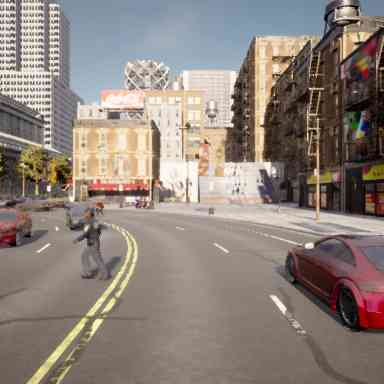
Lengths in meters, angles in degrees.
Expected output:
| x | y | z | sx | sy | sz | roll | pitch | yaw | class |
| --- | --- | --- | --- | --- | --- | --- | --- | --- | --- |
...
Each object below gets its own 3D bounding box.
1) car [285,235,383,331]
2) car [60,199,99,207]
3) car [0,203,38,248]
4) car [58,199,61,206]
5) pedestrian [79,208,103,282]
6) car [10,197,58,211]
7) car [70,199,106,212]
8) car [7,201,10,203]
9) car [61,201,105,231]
| x | y | z | sx | sy | sz | roll | pitch | yaw | class |
| --- | --- | --- | --- | --- | --- | --- | --- | --- | --- |
| 3.433 | 1.564 | 6.893 | 1.994 | 1.385 | 4.181 | 0 | 0 | -2 | car |
| -10.887 | 1.601 | 32.938 | 1.895 | 1.301 | 4.718 | 0 | 0 | -43 | car |
| -8.384 | 1.477 | 14.797 | 1.882 | 1.535 | 5.008 | 0 | 0 | -17 | car |
| -20.435 | 1.595 | 48.155 | 4.718 | 1.301 | 1.895 | 0 | 0 | 30 | car |
| -2.526 | 1.294 | 8.354 | 0.375 | 1.860 | 0.375 | 0 | 0 | -3 | pedestrian |
| -18.780 | 1.547 | 39.495 | 5.357 | 1.411 | 2.033 | 0 | 0 | 33 | car |
| -12.133 | 1.526 | 38.767 | 4.674 | 1.442 | 1.812 | 0 | 0 | 41 | car |
| -25.737 | 1.520 | 50.328 | 4.674 | 1.452 | 2.002 | 0 | 0 | 20 | car |
| -6.866 | 1.547 | 21.005 | 2.033 | 1.411 | 5.357 | 0 | 0 | -25 | car |
